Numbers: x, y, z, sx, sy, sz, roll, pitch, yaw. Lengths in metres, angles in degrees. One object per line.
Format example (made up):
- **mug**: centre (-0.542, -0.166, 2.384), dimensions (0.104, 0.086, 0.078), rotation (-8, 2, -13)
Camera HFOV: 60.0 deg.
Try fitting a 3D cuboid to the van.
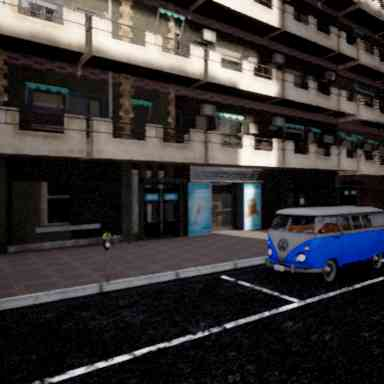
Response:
- **van**: centre (3.818, 1.302, 9.215), dimensions (3.998, 1.788, 1.690), rotation (0, 0, -35)
